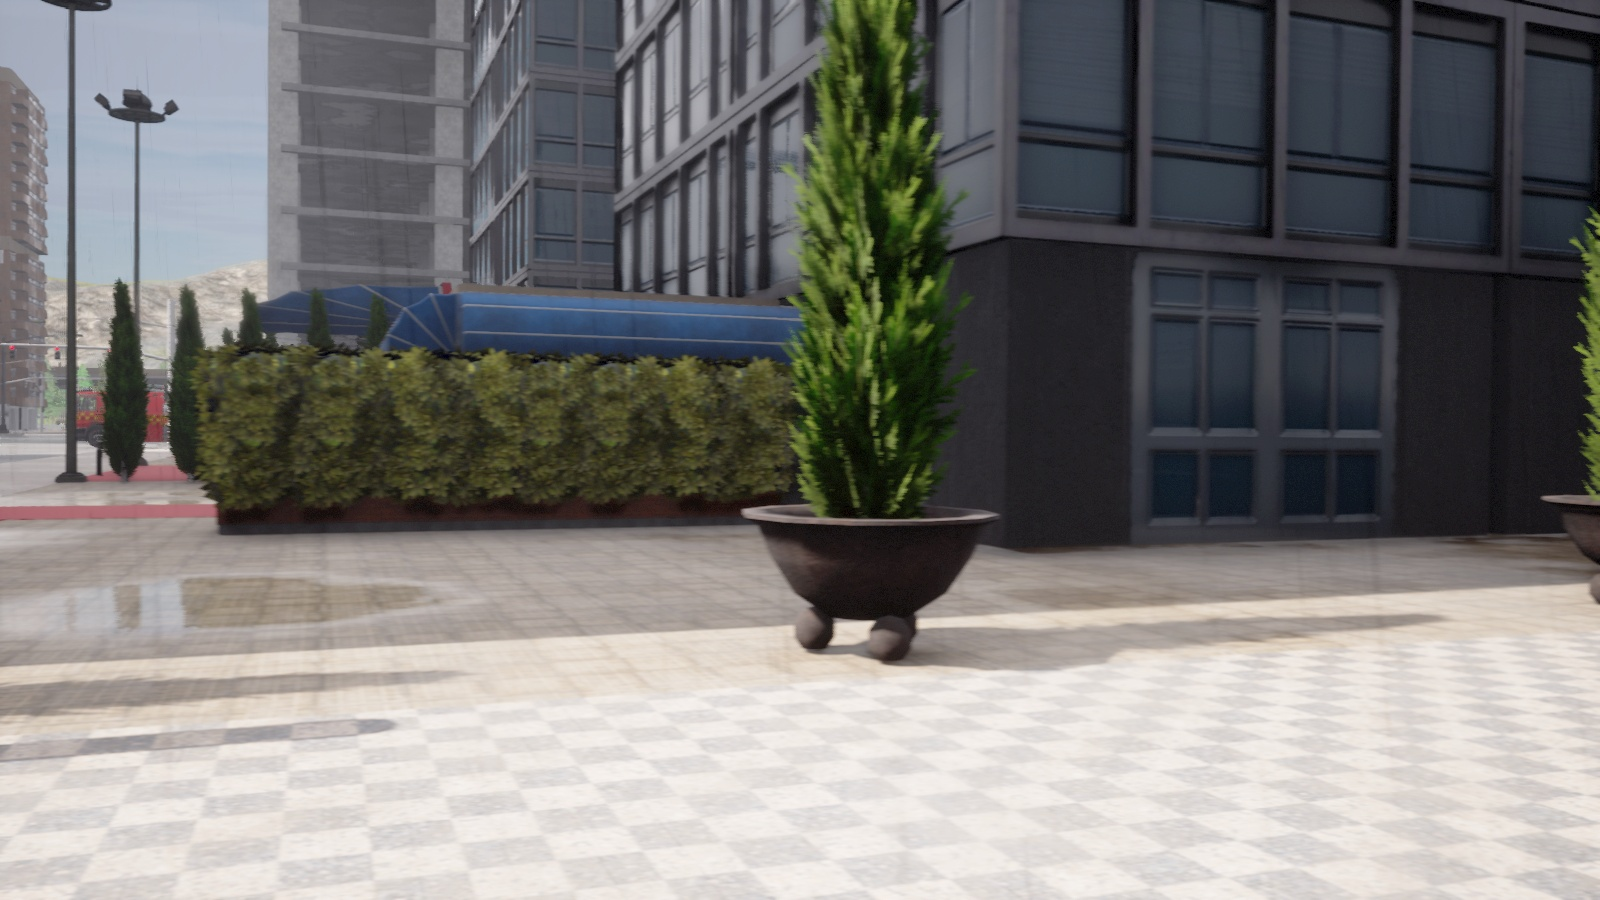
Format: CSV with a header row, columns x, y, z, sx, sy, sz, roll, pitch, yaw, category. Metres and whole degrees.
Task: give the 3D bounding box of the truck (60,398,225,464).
x,y,z,sx,sy,sz,roll,pitch,yaw,category
-39.376,-1.168,75.556,8.468,3.827,2.891,-1,1,-21,truck
